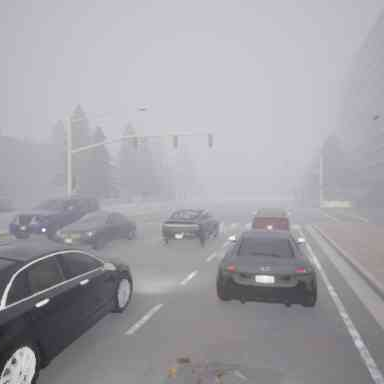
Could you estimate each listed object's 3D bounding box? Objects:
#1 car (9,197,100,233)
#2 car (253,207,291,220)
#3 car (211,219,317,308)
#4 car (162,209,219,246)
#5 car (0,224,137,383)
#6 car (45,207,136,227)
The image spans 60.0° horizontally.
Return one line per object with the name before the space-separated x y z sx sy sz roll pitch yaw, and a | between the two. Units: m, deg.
car | -6.858 1.296 17.600 2.150 2.045 5.566 0 -1 15
car | 4.484 1.567 18.754 1.882 1.535 5.008 0 0 15
car | 1.816 1.604 8.163 1.994 1.385 4.181 0 0 13
car | 0.078 1.565 15.707 2.128 1.511 4.902 0 0 14
car | -2.436 1.527 4.976 1.837 1.490 4.892 0 0 10
car | -4.017 1.588 14.722 1.812 1.442 4.674 0 -1 15
